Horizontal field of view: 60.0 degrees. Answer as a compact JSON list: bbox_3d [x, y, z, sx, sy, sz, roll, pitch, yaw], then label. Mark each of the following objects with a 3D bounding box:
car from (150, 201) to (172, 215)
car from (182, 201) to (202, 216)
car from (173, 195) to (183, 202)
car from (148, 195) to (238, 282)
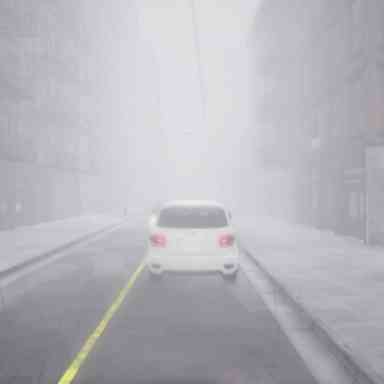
[{"bbox_3d":[-3.174,1.625,35.214,1.895,1.301,4.718,0,0,0],"label":"car"},{"bbox_3d":[0.025,1.625,33.986,1.895,1.301,4.718,0,0,0],"label":"car"},{"bbox_3d":[-3.164,1.490,75.666,2.128,1.511,4.902,0,0,0],"label":"car"},{"bbox_3d":[0.051,1.233,9.908,2.150,2.045,5.566,0,0,1],"label":"car"}]
